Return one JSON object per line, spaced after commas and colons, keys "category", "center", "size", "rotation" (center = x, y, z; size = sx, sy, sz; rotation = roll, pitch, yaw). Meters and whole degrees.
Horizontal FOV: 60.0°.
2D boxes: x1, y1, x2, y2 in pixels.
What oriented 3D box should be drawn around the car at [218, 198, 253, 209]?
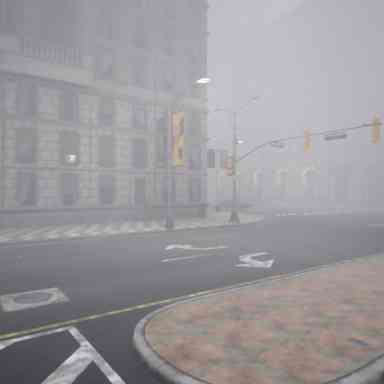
{"category": "car", "center": [5.839, 1.547, 45.385], "size": [2.033, 1.411, 5.357], "rotation": [0, 0, -36]}
